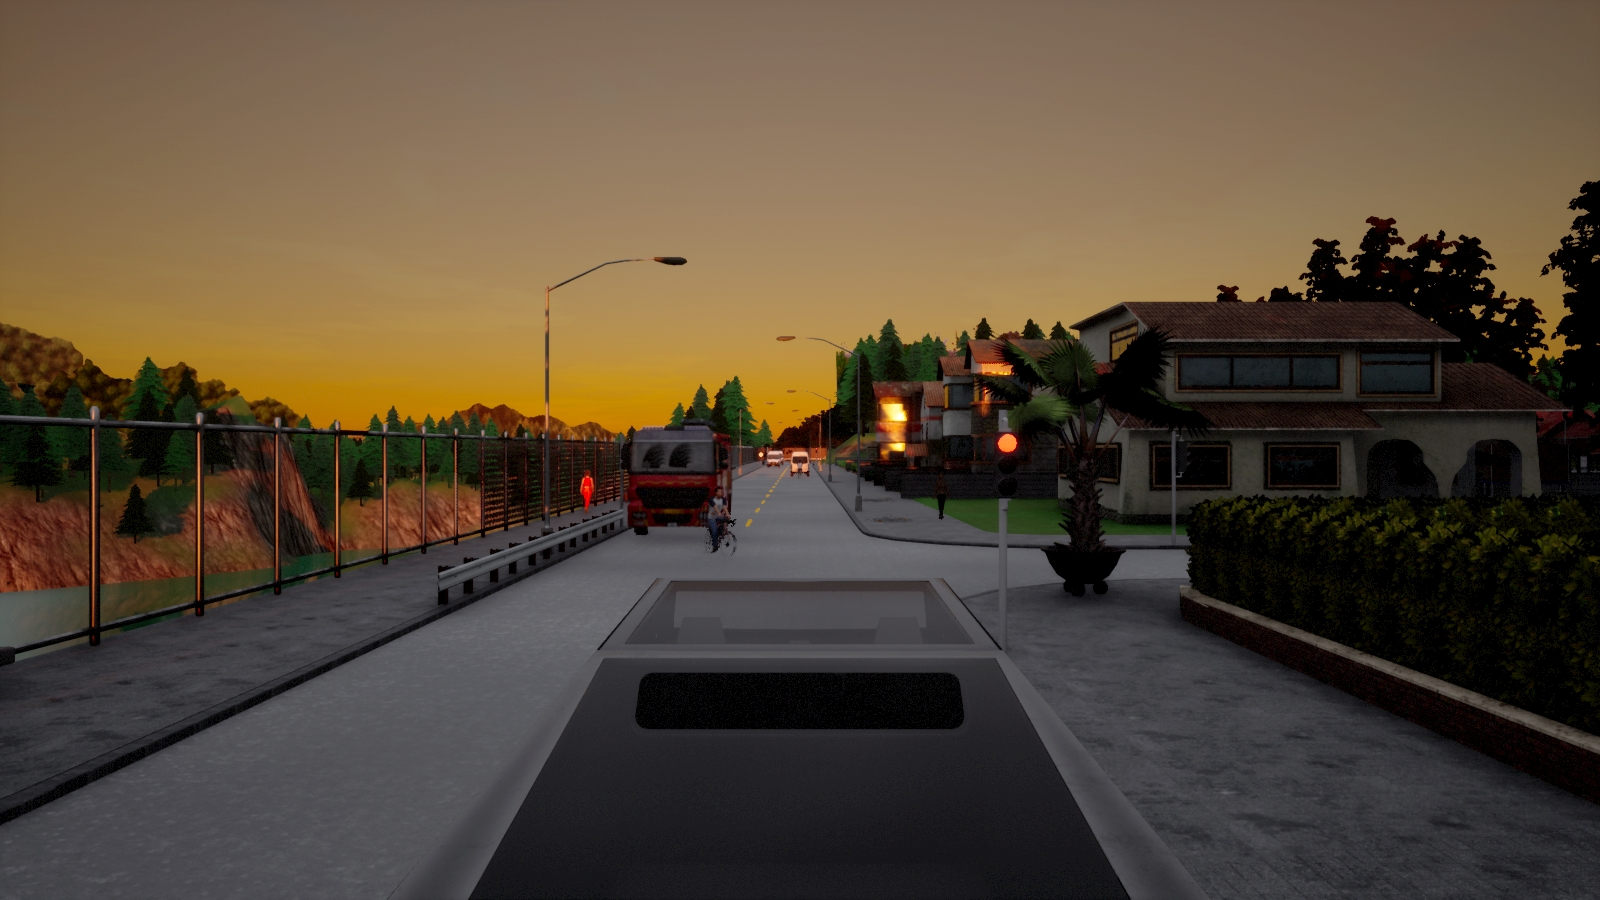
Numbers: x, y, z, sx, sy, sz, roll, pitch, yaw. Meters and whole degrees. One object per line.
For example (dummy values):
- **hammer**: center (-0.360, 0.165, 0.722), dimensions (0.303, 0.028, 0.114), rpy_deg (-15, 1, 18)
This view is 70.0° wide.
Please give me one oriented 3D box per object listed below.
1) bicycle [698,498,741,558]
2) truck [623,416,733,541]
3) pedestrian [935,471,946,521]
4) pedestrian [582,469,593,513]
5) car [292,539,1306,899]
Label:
- **bicycle**: center (-2.143, 2.044, 30.236), dimensions (0.373, 1.496, 1.643), rpy_deg (2, -1, -32)
- **truck**: center (-3.985, 0.875, 39.292), dimensions (2.891, 3.827, 8.468), rpy_deg (0, 0, 0)
- **pedestrian**: center (5.302, 1.719, 43.047), dimensions (0.375, 1.860, 0.375), rpy_deg (0, 0, 0)
- **pedestrian**: center (-9.008, 1.726, 48.447), dimensions (0.375, 1.860, 0.375), rpy_deg (0, 0, -2)
- **car**: center (-0.001, 1.751, 5.830), dimensions (2.390, 2.098, 6.274), rpy_deg (0, 0, 0)
